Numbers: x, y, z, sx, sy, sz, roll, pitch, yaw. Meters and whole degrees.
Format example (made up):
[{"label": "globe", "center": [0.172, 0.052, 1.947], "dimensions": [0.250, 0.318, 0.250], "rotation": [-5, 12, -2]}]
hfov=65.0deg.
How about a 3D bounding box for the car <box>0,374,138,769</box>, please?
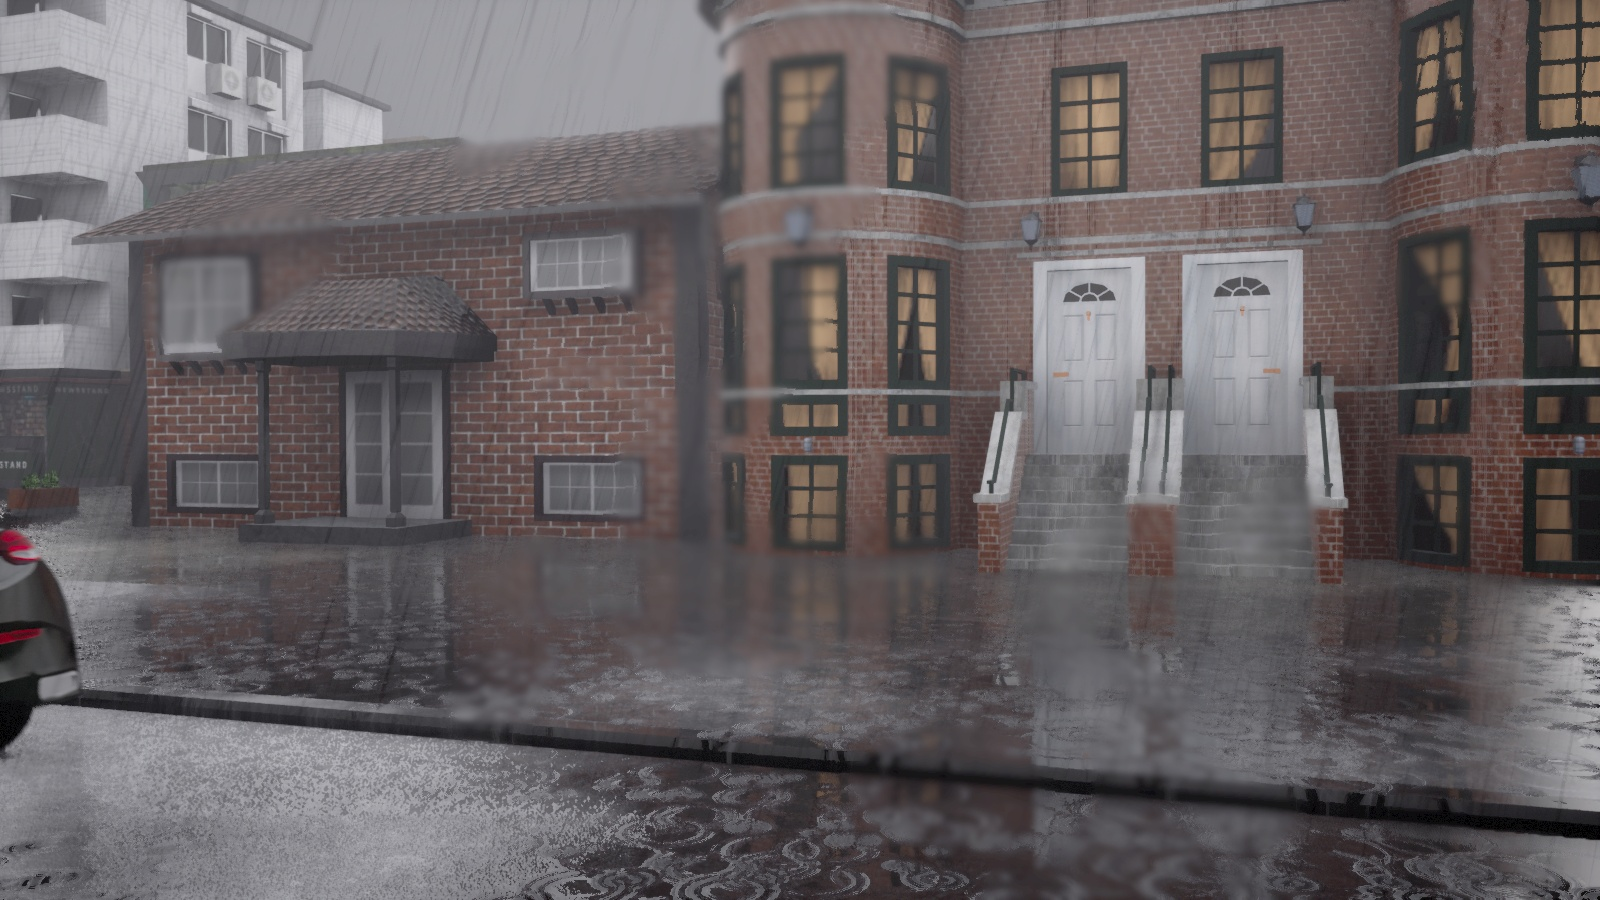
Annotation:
[{"label": "car", "center": [-5.840, 0.492, 5.684], "dimensions": [5.027, 1.651, 2.152], "rotation": [1, 1, 19]}]
